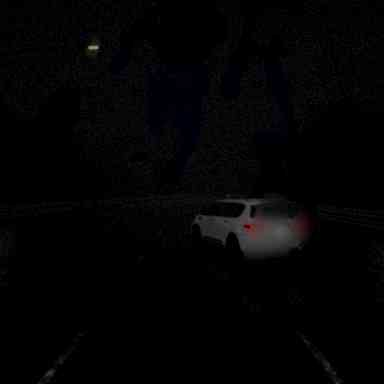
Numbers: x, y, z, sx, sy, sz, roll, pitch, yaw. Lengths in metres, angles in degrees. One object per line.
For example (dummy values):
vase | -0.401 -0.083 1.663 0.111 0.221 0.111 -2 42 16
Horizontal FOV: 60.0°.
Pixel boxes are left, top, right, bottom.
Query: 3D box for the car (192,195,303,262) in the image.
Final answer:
car | 1.775 1.252 12.552 2.150 2.045 5.566 0 0 -20
